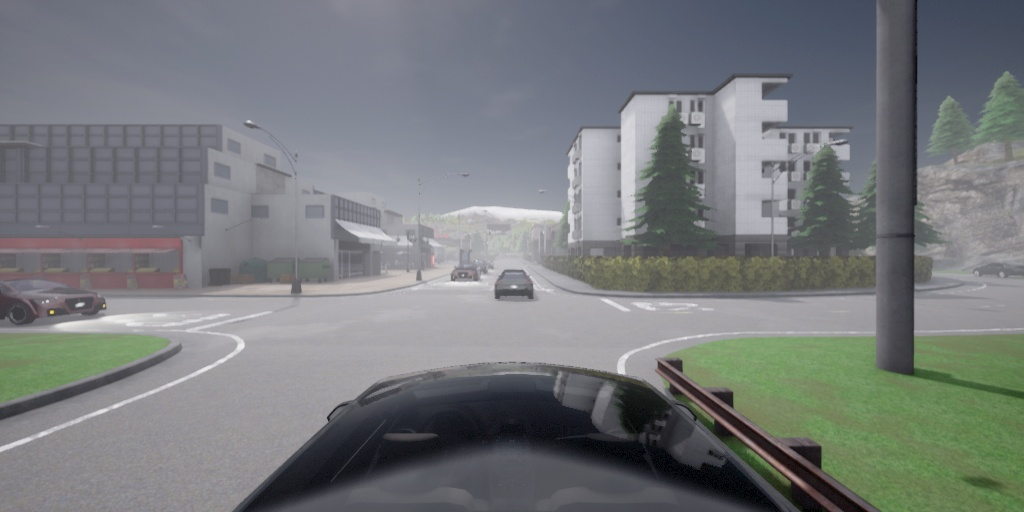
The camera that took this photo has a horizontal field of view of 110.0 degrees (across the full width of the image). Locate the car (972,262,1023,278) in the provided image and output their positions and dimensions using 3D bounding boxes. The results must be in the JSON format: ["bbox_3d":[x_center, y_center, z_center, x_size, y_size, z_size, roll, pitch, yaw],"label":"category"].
[{"bbox_3d":[47.372,1.347,34.610,1.837,1.490,4.892,0,0,22],"label":"car"}]

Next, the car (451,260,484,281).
[{"bbox_3d":[-3.587,1.245,28.469,1.994,1.385,4.181,0,0,1],"label":"car"}]

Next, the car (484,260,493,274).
[{"bbox_3d":[-3.592,1.146,38.758,2.128,1.511,4.902,0,0,0],"label":"car"}]

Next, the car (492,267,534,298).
[{"bbox_3d":[0.106,1.403,19.347,1.994,1.385,4.181,0,2,0],"label":"car"}]

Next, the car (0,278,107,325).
[{"bbox_3d":[-16.541,1.464,12.114,4.181,1.385,1.994,0,0,1],"label":"car"}]
